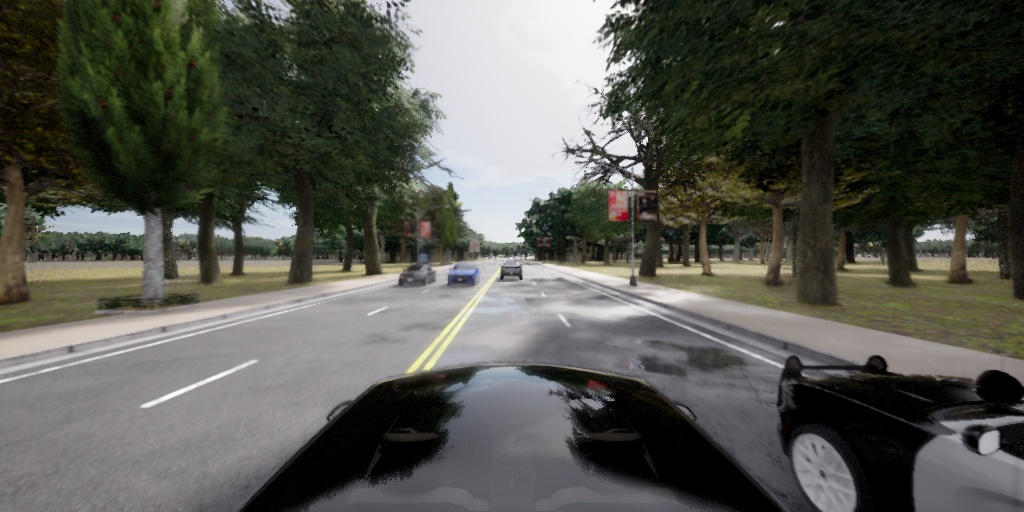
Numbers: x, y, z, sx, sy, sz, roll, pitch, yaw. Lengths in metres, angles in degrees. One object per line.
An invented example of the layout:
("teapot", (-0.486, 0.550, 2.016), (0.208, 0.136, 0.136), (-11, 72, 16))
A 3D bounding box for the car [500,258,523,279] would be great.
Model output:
("car", (-0.055, 1.232, 32.059), (2.128, 1.511, 4.902), (0, 0, 0))

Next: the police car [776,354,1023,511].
("police car", (3.251, 1.175, 1.208), (1.930, 1.638, 5.238), (0, 0, 0))

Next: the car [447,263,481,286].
("car", (-3.282, 1.227, 25.140), (1.882, 1.535, 5.008), (0, 0, 0))

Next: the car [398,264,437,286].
("car", (-6.530, 1.286, 25.317), (1.812, 1.442, 4.674), (0, 0, 0))
